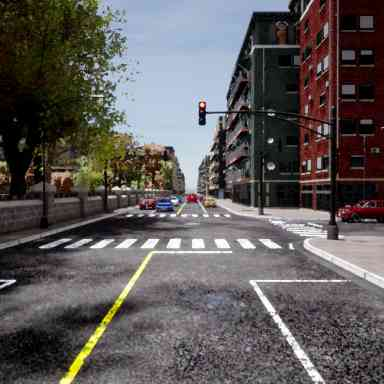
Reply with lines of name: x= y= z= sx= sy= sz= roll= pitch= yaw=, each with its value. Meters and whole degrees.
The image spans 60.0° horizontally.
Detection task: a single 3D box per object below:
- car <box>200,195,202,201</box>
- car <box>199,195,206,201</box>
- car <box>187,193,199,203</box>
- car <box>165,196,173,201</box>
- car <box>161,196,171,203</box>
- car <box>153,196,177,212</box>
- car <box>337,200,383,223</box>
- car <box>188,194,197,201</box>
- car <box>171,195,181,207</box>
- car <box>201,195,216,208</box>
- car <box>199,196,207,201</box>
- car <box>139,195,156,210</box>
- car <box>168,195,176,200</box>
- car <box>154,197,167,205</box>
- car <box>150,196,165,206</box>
car: x=2.734 y=1.562 z=54.960 sx=1.887 sy=1.381 sz=4.507 roll=0 pitch=0 yaw=0
car: x=2.761 y=1.593 z=88.171 sx=1.887 sy=1.381 sz=4.507 roll=0 pitch=0 yaw=0
car: x=0.060 y=1.251 z=69.238 sx=2.150 sy=2.045 sz=5.566 roll=0 pitch=0 yaw=0
car: x=-5.623 y=1.624 z=82.642 sx=1.802 sy=1.307 sz=4.206 roll=0 pitch=0 yaw=0
car: x=-5.632 y=1.613 z=71.571 sx=1.802 sy=1.307 sz=4.206 roll=0 pitch=0 yaw=0
car: x=-3.067 y=1.532 z=38.294 sx=1.812 sy=1.442 sz=4.674 roll=0 pitch=0 yaw=0
car: x=14.639 y=1.591 z=27.306 sx=5.009 sy=1.841 sz=2.192 roll=1 pitch=-1 yaw=0
car: x=0.068 y=1.306 z=79.598 sx=2.097 sy=1.767 sz=4.553 roll=0 pitch=0 yaw=0
car: x=-3.050 y=1.541 z=52.131 sx=1.812 sy=1.442 sz=4.674 roll=0 pitch=0 yaw=0
car: x=2.730 y=1.538 z=49.595 sx=1.752 sy=1.417 sz=4.829 roll=0 pitch=0 yaw=0
car: x=2.757 y=1.587 z=82.636 sx=1.887 sy=1.381 sz=4.507 roll=0 pitch=0 yaw=0
car: x=-5.656 y=1.324 z=43.896 sx=2.192 sy=1.841 sz=5.009 roll=0 pitch=0 yaw=0
car: x=-5.614 y=1.580 z=93.542 sx=1.752 sy=1.417 sz=4.829 roll=0 pitch=0 yaw=0
car: x=-5.642 y=1.566 z=60.502 sx=1.887 sy=1.381 sz=4.507 roll=0 pitch=0 yaw=0
car: x=-5.647 y=1.457 z=54.966 sx=1.967 sy=1.590 sz=4.097 roll=0 pitch=0 yaw=0
